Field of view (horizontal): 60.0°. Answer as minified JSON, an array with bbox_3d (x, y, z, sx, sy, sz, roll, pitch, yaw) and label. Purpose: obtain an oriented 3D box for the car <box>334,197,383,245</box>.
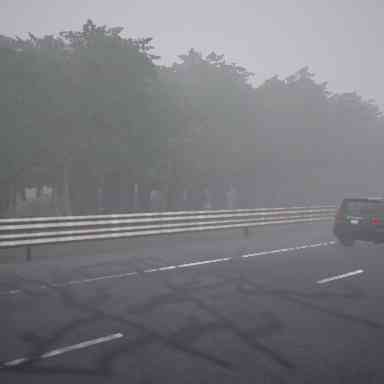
[{"bbox_3d":[8.301,1.237,14.079,5.566,2.045,2.150,0,0,-36],"label":"car"}]
